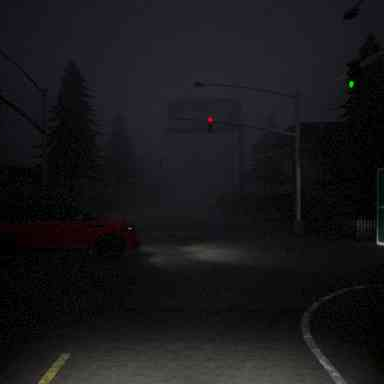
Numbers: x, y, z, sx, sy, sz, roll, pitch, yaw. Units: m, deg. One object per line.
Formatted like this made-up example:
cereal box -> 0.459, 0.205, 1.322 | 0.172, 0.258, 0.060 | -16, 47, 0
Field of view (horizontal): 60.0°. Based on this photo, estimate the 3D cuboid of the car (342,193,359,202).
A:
car -> 34.960, 1.489, 71.792 | 2.007, 1.523, 4.514 | 0, 0, 0

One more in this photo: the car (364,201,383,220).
car -> 18.718, 1.671, 30.616 | 4.611, 1.667, 2.242 | 0, 0, 0

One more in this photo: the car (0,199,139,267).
car -> -4.679, 1.286, 11.627 | 5.566, 2.045, 2.150 | 0, 0, -15

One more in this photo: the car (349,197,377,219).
car -> 14.387, 1.504, 24.949 | 3.866, 1.878, 1.905 | 0, 0, 0

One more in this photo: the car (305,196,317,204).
car -> 22.550, 1.552, 64.010 | 1.970, 1.475, 3.806 | 0, 0, 0
